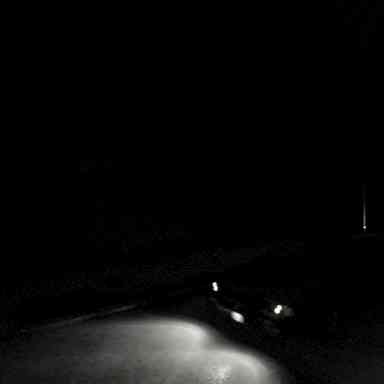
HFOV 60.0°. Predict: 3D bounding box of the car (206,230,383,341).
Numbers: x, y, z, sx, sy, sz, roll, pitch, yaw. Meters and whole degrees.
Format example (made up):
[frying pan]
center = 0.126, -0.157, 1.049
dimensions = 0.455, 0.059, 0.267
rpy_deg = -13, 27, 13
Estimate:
[car]
center = 2.862, 1.512, 6.644
dimensions = 5.357, 1.411, 2.033
rpy_deg = 0, 0, -35
